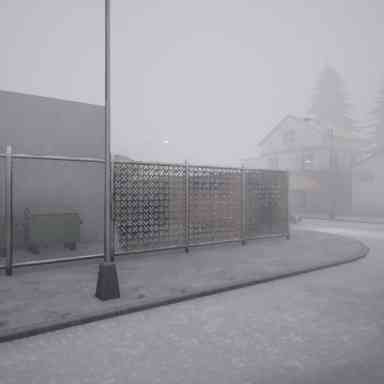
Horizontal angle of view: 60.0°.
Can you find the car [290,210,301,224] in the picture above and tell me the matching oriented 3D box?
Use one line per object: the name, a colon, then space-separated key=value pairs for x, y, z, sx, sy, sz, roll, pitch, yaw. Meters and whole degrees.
car: x=5.427 y=1.491 z=23.664 sx=2.128 sy=1.511 sz=4.902 roll=0 pitch=0 yaw=-35
